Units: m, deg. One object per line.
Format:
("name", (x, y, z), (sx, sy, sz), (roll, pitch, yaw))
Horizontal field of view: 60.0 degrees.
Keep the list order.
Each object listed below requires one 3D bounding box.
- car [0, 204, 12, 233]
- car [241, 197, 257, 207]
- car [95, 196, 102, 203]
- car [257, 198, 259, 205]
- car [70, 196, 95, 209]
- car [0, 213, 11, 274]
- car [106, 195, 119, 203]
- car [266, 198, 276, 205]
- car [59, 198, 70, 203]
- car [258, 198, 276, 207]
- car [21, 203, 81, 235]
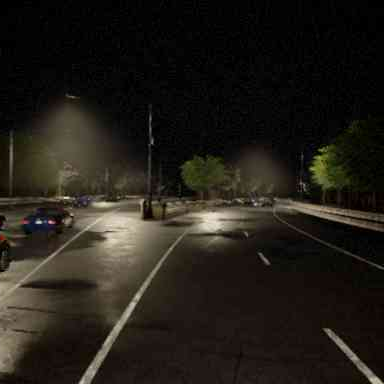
("car", (-11.105, 1.456, 17.014), (1.837, 1.490, 4.892), (1, 0, -10))
("car", (10.369, 2.027, 62.032), (2.128, 1.511, 4.902), (1, 0, 17))
("car", (-21.106, 1.664, 73.275), (1.812, 1.442, 4.674), (1, 0, -3))
("car", (13.412, 1.848, 71.958), (2.097, 1.767, 4.553), (1, 0, 17))
("car", (-15.429, 1.595, 47.190), (1.812, 1.442, 4.674), (1, 0, -6))
("car", (-5.841, 1.317, 7.537), (2.097, 1.767, 4.553), (1, 0, -11))
("car", (-17.645, 1.551, 74.118), (2.097, 1.767, 4.553), (1, 0, -3))
("car", (16.996, 2.095, 71.722), (1.812, 1.442, 4.674), (1, 0, 17))
("car", (-19.478, 1.600, 52.409), (1.994, 1.385, 4.181), (1, 0, -5))
("car", (14.084, 2.181, 62.215), (1.895, 1.301, 4.718), (1, 0, 17))
("car", (-7.992, 1.559, 18.897), (2.033, 1.411, 5.357), (1, 0, -10))
